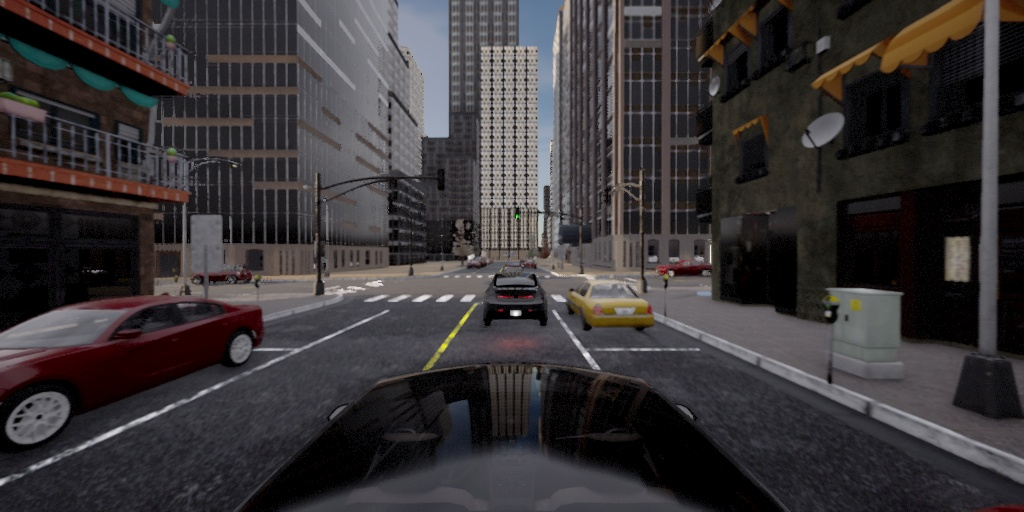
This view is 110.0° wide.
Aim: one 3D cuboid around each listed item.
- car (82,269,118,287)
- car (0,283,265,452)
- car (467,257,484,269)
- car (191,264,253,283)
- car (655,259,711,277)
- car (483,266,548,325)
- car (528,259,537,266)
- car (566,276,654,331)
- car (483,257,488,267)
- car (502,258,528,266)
[{"bbox_3d":[-35.129,1.761,29.401,4.507,1.381,1.888,0,0,0],"label":"car"},{"bbox_3d":[-5.691,1.293,5.151,1.888,1.381,4.507,0,0,0],"label":"car"},{"bbox_3d":[-5.683,1.261,54.187,1.888,1.381,4.507,0,0,0],"label":"car"},{"bbox_3d":[-23.830,1.479,29.485,4.097,1.591,1.967,0,0,0],"label":"car"},{"bbox_3d":[14.267,0.990,29.799,4.507,1.381,1.888,0,0,0],"label":"car"},{"bbox_3d":[0.100,1.247,11.798,1.837,1.490,4.892,0,0,0],"label":"car"},{"bbox_3d":[2.697,1.156,54.185,1.967,1.591,4.097,0,0,0],"label":"car"},{"bbox_3d":[2.690,1.269,10.829,1.751,1.417,4.829,0,0,0],"label":"car"},{"bbox_3d":[-5.682,1.028,59.747,2.192,1.841,5.009,0,0,0],"label":"car"},{"bbox_3d":[0.104,1.220,33.487,2.128,1.511,4.902,0,0,0],"label":"car"}]
